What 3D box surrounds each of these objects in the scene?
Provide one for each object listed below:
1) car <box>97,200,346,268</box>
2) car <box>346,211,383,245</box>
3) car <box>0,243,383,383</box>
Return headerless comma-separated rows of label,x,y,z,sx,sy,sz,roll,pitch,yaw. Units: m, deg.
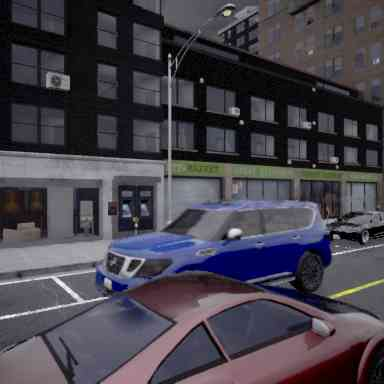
car,0.799,1.221,7.348,5.566,2.045,2.150,0,0,-35
car,8.036,1.566,15.630,4.313,1.339,1.947,0,0,-36
car,0.321,1.562,3.388,4.181,1.385,1.994,0,0,-35
